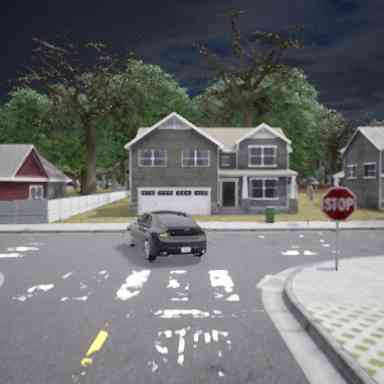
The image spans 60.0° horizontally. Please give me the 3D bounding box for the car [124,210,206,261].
[{"bbox_3d":[-1.105,1.423,12.048,1.837,1.490,4.892,1,0,-23],"label":"car"}]
